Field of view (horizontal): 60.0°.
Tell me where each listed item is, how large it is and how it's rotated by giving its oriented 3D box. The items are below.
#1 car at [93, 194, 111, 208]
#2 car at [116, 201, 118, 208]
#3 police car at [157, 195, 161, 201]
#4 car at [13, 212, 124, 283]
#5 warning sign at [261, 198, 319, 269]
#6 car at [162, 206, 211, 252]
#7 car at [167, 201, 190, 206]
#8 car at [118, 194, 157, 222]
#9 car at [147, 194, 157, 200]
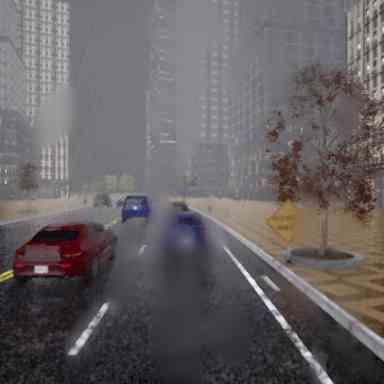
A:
[{"bbox_3d":[-13.544,1.259,50.523,2.150,2.045,5.566,0,0,-8],"label":"car"},{"bbox_3d":[-10.027,1.632,48.812,1.895,1.301,4.718,0,0,-8],"label":"car"},{"bbox_3d":[-9.043,1.474,84.852,1.930,1.638,5.238,0,0,-13],"label":"police car"},{"bbox_3d":[-3.384,1.535,9.625,1.812,1.442,4.674,0,0,-2],"label":"car"},{"bbox_3d":[2.709,1.118,9.380,1.300,1.860,1.060,0,0,-2],"label":"warning sign"},{"bbox_3d":[-0.258,1.533,13.757,1.812,1.442,4.674,0,0,-2],"label":"car"},{"bbox_3d":[-1.182,1.540,28.968,1.812,1.442,4.674,0,0,-4],"label":"car"},{"bbox_3d":[-4.259,1.241,26.661,2.150,2.045,5.566,0,0,-4],"label":"car"},{"bbox_3d":[-11.476,1.409,94.571,2.097,1.767,4.553,0,0,-15],"label":"car"}]
